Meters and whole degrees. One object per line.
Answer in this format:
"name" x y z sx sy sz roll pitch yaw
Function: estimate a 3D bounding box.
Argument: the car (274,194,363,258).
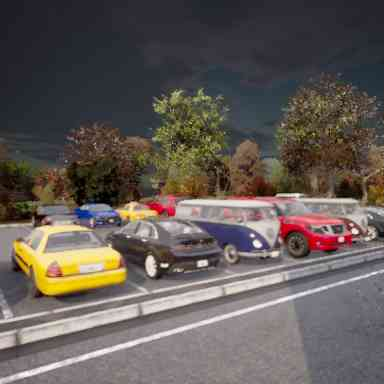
"car" 3.435 1.253 13.472 2.435 2.045 5.566 0 0 -35

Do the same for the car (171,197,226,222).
"car" 0.429 1.369 27.361 2.185 1.767 4.553 0 0 -35

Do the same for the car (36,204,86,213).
"car" -8.669 1.543 20.932 2.163 1.488 4.792 0 0 -35

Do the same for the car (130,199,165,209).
"car" -4.346 1.501 24.251 1.946 1.575 5.366 0 0 -35

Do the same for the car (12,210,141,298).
"car" -3.506 1.515 8.827 1.946 1.575 5.366 0 0 -35

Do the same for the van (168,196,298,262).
"van" 1.213 1.284 11.793 1.878 1.987 4.442 0 0 -35

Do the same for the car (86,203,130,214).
"car" -6.413 1.509 22.569 2.097 1.535 5.008 0 0 -35

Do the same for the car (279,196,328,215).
"car" 11.801 1.344 35.399 2.185 1.767 4.553 0 0 -35

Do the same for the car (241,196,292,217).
"car" 7.114 1.354 32.162 2.185 1.767 4.553 0 0 -35

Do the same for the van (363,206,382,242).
"van" 5.657 1.274 14.935 1.878 1.987 4.442 0 0 -35

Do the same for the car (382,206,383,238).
"car" 7.968 1.496 16.703 2.231 1.521 4.892 0 0 -35

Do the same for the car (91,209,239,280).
"car" -1.123 1.515 10.277 2.231 1.521 4.892 0 0 -35

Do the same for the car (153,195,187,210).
"car" -1.981 1.248 25.730 2.435 2.045 5.566 0 0 -35
